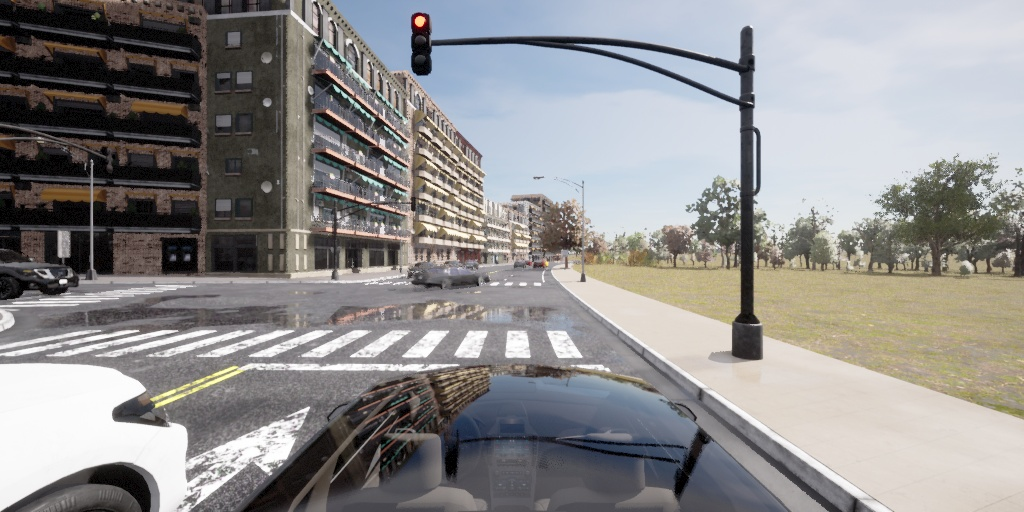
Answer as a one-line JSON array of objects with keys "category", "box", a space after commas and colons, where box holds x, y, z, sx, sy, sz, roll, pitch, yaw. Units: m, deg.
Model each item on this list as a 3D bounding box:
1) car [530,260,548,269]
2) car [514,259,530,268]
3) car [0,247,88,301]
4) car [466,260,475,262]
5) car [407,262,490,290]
[{"category": "car", "box": [4.878, 1.414, 63.852, 1.882, 1.535, 5.008, 0, 0, 9]}, {"category": "car", "box": [1.445, 1.425, 63.823, 2.128, 1.511, 4.902, 0, 0, 9]}, {"category": "car", "box": [-21.295, 0.636, 14.214, 5.566, 2.045, 2.150, 2, 0, -14]}, {"category": "car", "box": [-6.396, 1.378, 54.942, 2.128, 1.511, 4.902, 0, 0, 7]}, {"category": "car", "box": [-3.769, 1.322, 22.707, 2.033, 1.411, 5.357, 0, 0, 38]}]
